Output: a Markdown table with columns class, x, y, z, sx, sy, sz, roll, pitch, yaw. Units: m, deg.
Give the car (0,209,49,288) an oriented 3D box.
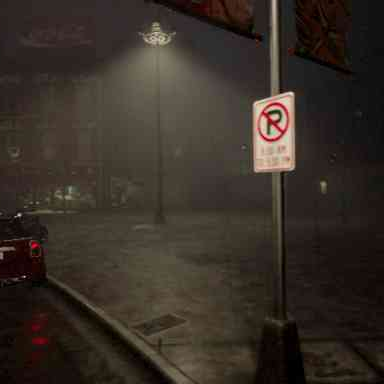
| class | x | y | z | sx | sy | sz | roll | pitch | yaw |
| --- | --- | --- | --- | --- | --- | --- | --- | --- | --- |
| car | -5.406 | 1.334 | 8.302 | 2.097 | 1.767 | 4.553 | -2 | 1 | -42 |
